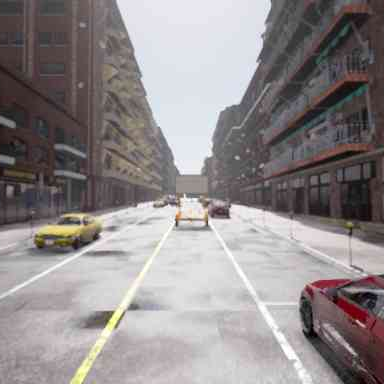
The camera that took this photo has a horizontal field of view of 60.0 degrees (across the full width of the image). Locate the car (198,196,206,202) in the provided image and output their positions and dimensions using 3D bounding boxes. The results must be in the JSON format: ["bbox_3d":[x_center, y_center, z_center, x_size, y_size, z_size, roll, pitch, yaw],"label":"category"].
[{"bbox_3d":[2.608,1.846,86.774,1.967,1.590,4.097,1,0,0],"label":"car"}]

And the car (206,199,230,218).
[{"bbox_3d":[2.590,1.646,31.467,1.887,1.381,4.507,1,0,0],"label":"car"}]

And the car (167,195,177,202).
[{"bbox_3d":[-5.277,1.722,86.837,2.192,1.841,5.009,1,0,0],"label":"car"}]

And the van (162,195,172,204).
[{"bbox_3d":[-5.279,1.639,70.244,1.690,1.788,3.998,2,0,0],"label":"van"}]

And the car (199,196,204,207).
[{"bbox_3d":[2.593,1.751,53.589,1.887,1.381,4.507,1,0,0],"label":"car"}]

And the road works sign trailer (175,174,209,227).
[{"bbox_3d":[-0.006,0.534,23.142,2.380,3.560,2.880,0,0,0],"label":"road works sign trailer"}]

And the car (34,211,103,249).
[{"bbox_3d":[-5.291,1.566,14.776,1.752,1.417,4.829,2,0,0],"label":"car"}]

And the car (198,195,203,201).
[{"bbox_3d":[2.594,1.786,59.120,2.008,1.369,4.403,1,0,0],"label":"car"}]

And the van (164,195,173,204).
[{"bbox_3d":[-5.279,1.674,75.776,1.690,1.788,3.998,1,0,0],"label":"van"}]

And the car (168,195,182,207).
[{"bbox_3d":[-2.801,1.729,57.210,1.837,1.490,4.892,0,0,0],"label":"car"}]

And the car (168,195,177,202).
[{"bbox_3d":[-5.276,1.760,92.367,2.192,1.841,5.009,1,0,0],"label":"car"}]

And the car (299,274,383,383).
[{"bbox_3d":[2.585,1.592,3.817,1.802,1.307,4.206,1,0,0],"label":"car"}]

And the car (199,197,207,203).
[{"bbox_3d":[2.597,1.913,81.242,1.887,1.381,4.507,1,0,0],"label":"car"}]

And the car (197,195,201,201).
[{"bbox_3d":[2.597,1.877,75.712,1.887,1.381,4.507,1,0,0],"label":"car"}]

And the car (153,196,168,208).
[{"bbox_3d":[-5.287,1.731,53.483,1.752,1.417,4.829,2,0,0],"label":"car"}]
